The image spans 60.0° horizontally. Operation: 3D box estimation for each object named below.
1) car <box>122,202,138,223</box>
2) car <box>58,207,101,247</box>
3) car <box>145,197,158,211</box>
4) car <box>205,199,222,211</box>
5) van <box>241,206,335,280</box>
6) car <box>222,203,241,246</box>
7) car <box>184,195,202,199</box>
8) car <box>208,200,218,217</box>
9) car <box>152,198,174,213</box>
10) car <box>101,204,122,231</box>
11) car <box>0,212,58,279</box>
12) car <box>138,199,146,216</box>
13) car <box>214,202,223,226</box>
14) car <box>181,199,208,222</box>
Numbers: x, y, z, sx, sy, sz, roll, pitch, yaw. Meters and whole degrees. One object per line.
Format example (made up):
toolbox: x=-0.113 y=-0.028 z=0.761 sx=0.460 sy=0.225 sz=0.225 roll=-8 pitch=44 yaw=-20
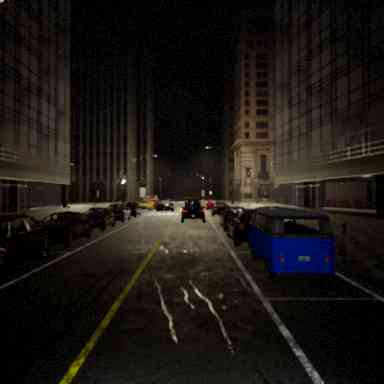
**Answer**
car: x=-5.855 y=1.606 z=26.145 sx=2.008 sy=1.369 sz=4.403 roll=1 pitch=0 yaw=0
car: x=-5.852 y=1.568 z=15.227 sx=1.887 sy=1.381 sz=4.507 roll=1 pitch=0 yaw=0
car: x=-5.859 y=1.652 z=42.352 sx=1.752 sy=1.417 sz=4.829 roll=0 pitch=0 yaw=0
car: x=2.666 y=1.672 z=42.521 sx=1.887 sy=1.381 sz=4.507 roll=0 pitch=0 yaw=0
van: x=2.676 y=1.354 z=9.764 sx=1.690 sy=1.788 sz=3.998 roll=1 pitch=0 yaw=0
car: x=2.674 y=1.464 z=15.223 sx=1.967 sy=1.590 sz=4.097 roll=1 pitch=0 yaw=0
car: x=0.092 y=1.357 z=44.159 sx=2.150 sy=2.045 sz=5.566 roll=0 pitch=0 yaw=0
car: x=2.668 y=1.658 z=31.602 sx=1.802 sy=1.307 sz=4.206 roll=0 pitch=0 yaw=0
car: x=-3.090 y=1.672 z=38.760 sx=1.994 sy=1.385 sz=4.181 roll=0 pitch=0 yaw=0
car: x=-5.854 y=1.620 z=20.685 sx=1.802 sy=1.307 sz=4.206 roll=1 pitch=0 yaw=0
car: x=-5.849 y=1.452 z=9.767 sx=1.967 sy=1.590 sz=4.097 roll=1 pitch=0 yaw=0
car: x=-5.857 y=1.642 z=31.604 sx=1.947 sy=1.339 sz=4.313 roll=1 pitch=0 yaw=0
car: x=2.671 y=1.583 z=20.683 sx=1.887 sy=1.381 sz=4.507 roll=1 pitch=0 yaw=0
car: x=0.095 y=1.584 z=26.807 sx=1.812 sy=1.442 sz=4.674 roll=0 pitch=0 yaw=0
